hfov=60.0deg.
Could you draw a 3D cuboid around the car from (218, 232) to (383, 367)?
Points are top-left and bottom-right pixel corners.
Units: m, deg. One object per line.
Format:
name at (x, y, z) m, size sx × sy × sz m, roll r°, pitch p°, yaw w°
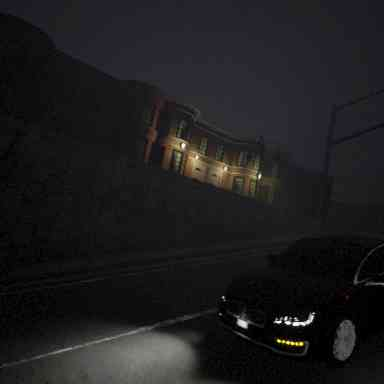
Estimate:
car at (2.655, 1.532, 5.894) m, size 4.892 × 1.490 × 1.837 m, roll 0°, pitch 0°, yaw -36°
